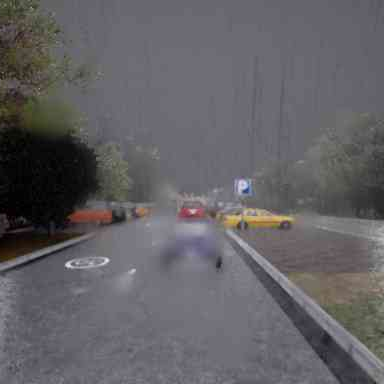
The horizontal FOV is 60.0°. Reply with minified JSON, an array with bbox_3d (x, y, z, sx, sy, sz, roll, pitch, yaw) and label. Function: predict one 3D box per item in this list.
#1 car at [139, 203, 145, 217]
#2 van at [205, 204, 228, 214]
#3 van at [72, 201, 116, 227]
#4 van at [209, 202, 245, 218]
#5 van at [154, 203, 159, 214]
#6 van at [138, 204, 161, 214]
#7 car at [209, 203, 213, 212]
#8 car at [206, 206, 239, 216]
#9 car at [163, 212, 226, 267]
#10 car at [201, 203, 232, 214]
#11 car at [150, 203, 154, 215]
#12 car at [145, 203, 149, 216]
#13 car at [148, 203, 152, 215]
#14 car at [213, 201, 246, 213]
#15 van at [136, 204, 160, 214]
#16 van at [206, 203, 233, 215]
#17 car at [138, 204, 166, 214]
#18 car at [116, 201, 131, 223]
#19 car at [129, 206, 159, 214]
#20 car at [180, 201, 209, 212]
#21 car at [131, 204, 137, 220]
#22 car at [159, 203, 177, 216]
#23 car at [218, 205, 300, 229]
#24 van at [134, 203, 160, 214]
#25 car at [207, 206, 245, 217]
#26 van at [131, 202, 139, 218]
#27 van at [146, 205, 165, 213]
[{"bbox_3d":[-8.468,2.341,40.130,4.553,1.767,2.185,0,-2,0],"label":"car"},{"bbox_3d":[4.723,3.264,64.871,4.442,1.987,1.878,0,-3,0],"label":"van"},{"bbox_3d":[-8.631,1.723,26.175,4.442,1.987,1.878,0,-2,0],"label":"van"},{"bbox_3d":[4.466,2.342,42.697,4.442,1.987,1.878,0,-2,0],"label":"van"},{"bbox_3d":[-8.365,2.887,56.743,4.442,1.987,1.878,0,-2,0],"label":"van"},{"bbox_3d":[-8.587,3.417,67.670,4.442,1.987,1.878,0,-3,0],"label":"van"},{"bbox_3d":[4.603,1.993,34.376,5.566,2.045,2.435,0,-2,0],"label":"car"},{"bbox_3d":[4.622,2.921,51.008,4.792,1.488,2.163,0,-2,0],"label":"car"},{"bbox_3d":[0.062,1.649,11.802,1.812,1.442,4.674,0,-1,2],"label":"car"},{"bbox_3d":[4.575,3.087,62.100,5.566,2.045,2.435,0,-3,0],"label":"car"},{"bbox_3d":[-8.485,2.791,48.431,4.892,1.521,2.231,0,-2,0],"label":"car"},{"bbox_3d":[-8.491,2.570,42.769,5.008,1.535,2.097,0,-2,0],"label":"car"},{"bbox_3d":[-8.489,2.682,45.662,5.008,1.535,2.097,0,-2,0],"label":"car"},{"bbox_3d":[4.540,2.014,31.601,4.553,1.767,2.185,0,-2,0],"label":"car"},{"bbox_3d":[-8.590,3.272,65.028,4.442,1.987,1.878,0,-3,0],"label":"van"},{"bbox_3d":[4.714,2.882,56.567,4.442,1.987,1.878,0,-2,0],"label":"van"},{"bbox_3d":[-8.439,3.544,70.437,5.566,2.045,2.435,0,-3,0],"label":"car"},{"bbox_3d":[-8.539,1.793,29.066,5.566,2.045,2.435,0,-2,0],"label":"car"},{"bbox_3d":[-8.484,3.221,59.502,5.008,1.535,2.097,0,-2,0],"label":"car"},{"bbox_3d":[0.097,1.784,28.888,2.150,2.045,5.566,0,-2,0],"label":"car"},{"bbox_3d":[-8.323,2.143,31.824,5.366,1.575,1.946,0,-2,0],"label":"car"},{"bbox_3d":[-3.521,2.724,53.411,2.150,2.045,5.566,0,-2,0],"label":"car"},{"bbox_3d":[4.748,1.859,23.283,5.366,1.575,1.946,0,-2,0],"label":"car"},{"bbox_3d":[-8.360,3.112,62.130,4.442,1.987,1.878,0,-3,0],"label":"van"},{"bbox_3d":[4.581,2.676,45.462,5.008,1.535,2.097,0,-2,0],"label":"car"},{"bbox_3d":[-8.619,2.134,37.367,4.442,1.987,1.878,0,-2,0],"label":"van"},{"bbox_3d":[-8.576,4.026,78.734,4.442,1.987,1.878,0,-3,0],"label":"van"}]
